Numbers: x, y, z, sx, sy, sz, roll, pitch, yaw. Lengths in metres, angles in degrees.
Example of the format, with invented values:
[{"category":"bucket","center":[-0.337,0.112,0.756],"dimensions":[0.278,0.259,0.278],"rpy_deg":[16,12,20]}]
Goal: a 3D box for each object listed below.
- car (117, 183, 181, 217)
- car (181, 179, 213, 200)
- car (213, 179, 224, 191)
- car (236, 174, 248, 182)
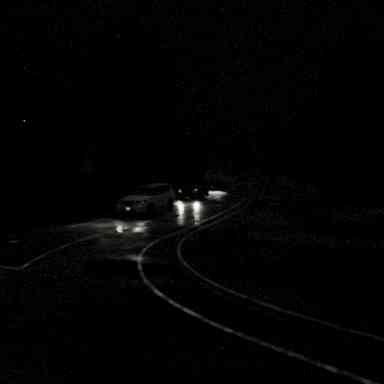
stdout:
[{"category":"car","center":[-3.105,0.468,23.683],"dimensions":[2.150,2.045,5.566],"rpy_deg":[0,5,21]},{"category":"car","center":[0.196,-0.266,32.903],"dimensions":[2.097,1.767,4.553],"rpy_deg":[0,5,17]},{"category":"car","center":[2.880,-0.921,42.376],"dimensions":[1.994,1.385,4.181],"rpy_deg":[0,5,13]},{"category":"car","center":[9.200,-2.624,60.956],"dimensions":[1.882,1.535,5.008],"rpy_deg":[0,5,3]}]
